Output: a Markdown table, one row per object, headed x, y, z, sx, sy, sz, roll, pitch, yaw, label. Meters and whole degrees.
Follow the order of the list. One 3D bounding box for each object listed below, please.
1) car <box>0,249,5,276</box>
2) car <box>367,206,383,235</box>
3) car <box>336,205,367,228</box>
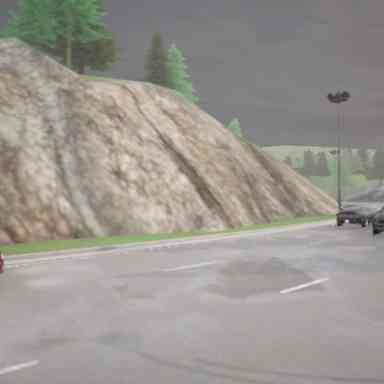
| x | y | z | sx | sy | sz | roll | pitch | yaw | label |
| --- | --- | --- | --- | --- | --- | --- | --- | --- | --- |
| -6.883 | 1.600 | 7.484 | 4.674 | 1.442 | 1.812 | 0 | 0 | -35 | car |
| 11.868 | 1.482 | 18.671 | 4.553 | 1.767 | 2.097 | 0 | -1 | -45 | car |
| 11.914 | 1.676 | 23.723 | 1.837 | 1.490 | 4.892 | 0 | 0 | 44 | car |
